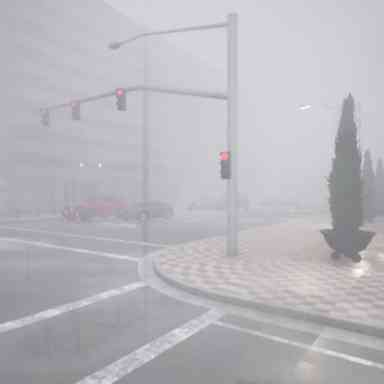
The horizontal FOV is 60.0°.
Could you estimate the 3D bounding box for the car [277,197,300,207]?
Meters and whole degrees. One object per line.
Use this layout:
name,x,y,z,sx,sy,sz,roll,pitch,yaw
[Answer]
car,15.309,1.481,51.496,1.812,1.442,4.674,0,0,36

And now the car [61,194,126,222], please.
car,-7.441,1.161,26.196,2.150,2.045,5.566,0,0,35

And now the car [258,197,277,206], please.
car,12.481,1.518,53.558,2.033,1.411,5.357,0,0,36

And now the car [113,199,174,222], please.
car,-3.414,1.445,25.823,1.837,1.490,4.892,0,0,35

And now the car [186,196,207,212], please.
car,1.267,1.291,38.292,2.097,1.767,4.553,0,0,36

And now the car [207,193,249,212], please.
car,4.328,1.163,36.553,2.150,2.045,5.566,0,0,36
